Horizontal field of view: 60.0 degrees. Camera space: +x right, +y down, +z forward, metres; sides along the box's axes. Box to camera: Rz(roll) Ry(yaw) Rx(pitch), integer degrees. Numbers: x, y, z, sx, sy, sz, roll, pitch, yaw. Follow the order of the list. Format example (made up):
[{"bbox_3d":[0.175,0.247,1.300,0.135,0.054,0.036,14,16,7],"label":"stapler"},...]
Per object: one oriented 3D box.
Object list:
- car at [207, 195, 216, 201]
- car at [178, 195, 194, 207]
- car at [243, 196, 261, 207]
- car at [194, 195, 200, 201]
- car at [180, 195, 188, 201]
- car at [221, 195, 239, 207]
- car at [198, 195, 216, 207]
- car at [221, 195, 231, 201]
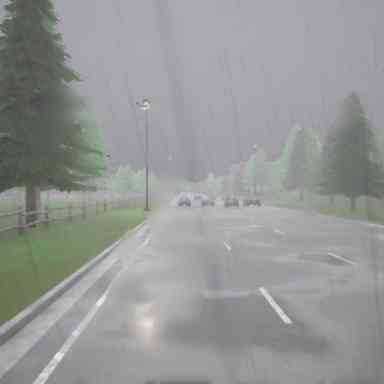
[{"bbox_3d":[5.016,1.483,85.169,1.812,1.442,4.674,0,0,-1],"label":"car"},{"bbox_3d":[-1.126,1.576,51.031,1.895,1.301,4.718,0,0,-1],"label":"car"},{"bbox_3d":[9.314,1.326,52.117,2.097,1.767,4.553,0,0,-1],"label":"car"},{"bbox_3d":[1.484,1.459,86.440,1.837,1.490,4.892,0,0,-1],"label":"car"},{"bbox_3d":[-2.036,1.498,87.242,2.033,1.411,5.357,0,0,-1],"label":"car"},{"bbox_3d":[5.884,1.467,50.266,2.128,1.511,4.902,0,0,-1],"label":"car"},{"bbox_3d":[2.374,1.576,50.914,1.895,1.301,4.718,0,0,-1],"label":"car"},{"bbox_3d":[8.537,1.512,84.308,1.994,1.385,4.181,0,0,-1],"label":"car"}]
